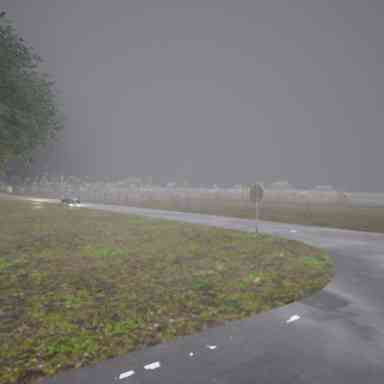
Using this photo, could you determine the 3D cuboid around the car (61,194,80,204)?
[{"bbox_3d":[-18.351,0.986,50.186,2.128,1.511,4.902,2,-1,-35],"label":"car"}]
